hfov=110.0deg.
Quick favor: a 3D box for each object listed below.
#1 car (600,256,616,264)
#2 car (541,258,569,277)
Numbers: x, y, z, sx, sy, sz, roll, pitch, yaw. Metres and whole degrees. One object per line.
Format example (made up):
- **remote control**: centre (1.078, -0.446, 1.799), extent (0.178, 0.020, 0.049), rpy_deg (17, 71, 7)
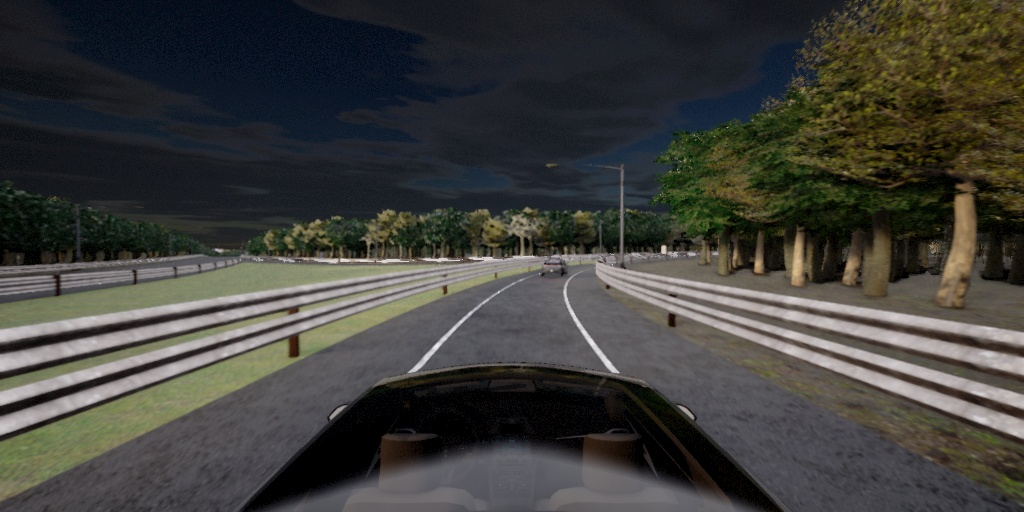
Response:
- **car**: centre (15.611, 0.618, 58.075), extent (1.994, 1.385, 4.181), rpy_deg (1, 1, 32)
- **car**: centre (3.751, 0.948, 30.824), extent (2.128, 1.511, 4.902), rpy_deg (0, 1, 15)
